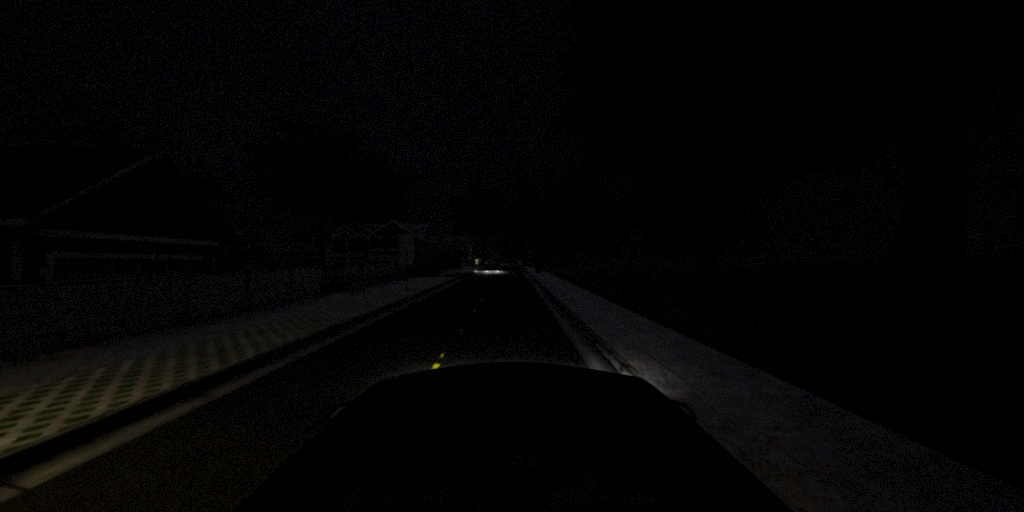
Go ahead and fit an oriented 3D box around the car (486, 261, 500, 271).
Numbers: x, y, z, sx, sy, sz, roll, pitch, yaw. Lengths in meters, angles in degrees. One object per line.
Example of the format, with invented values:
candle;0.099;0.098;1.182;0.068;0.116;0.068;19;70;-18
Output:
car;-2.749;1.419;51.806;1.895;1.301;4.718;0;0;0
